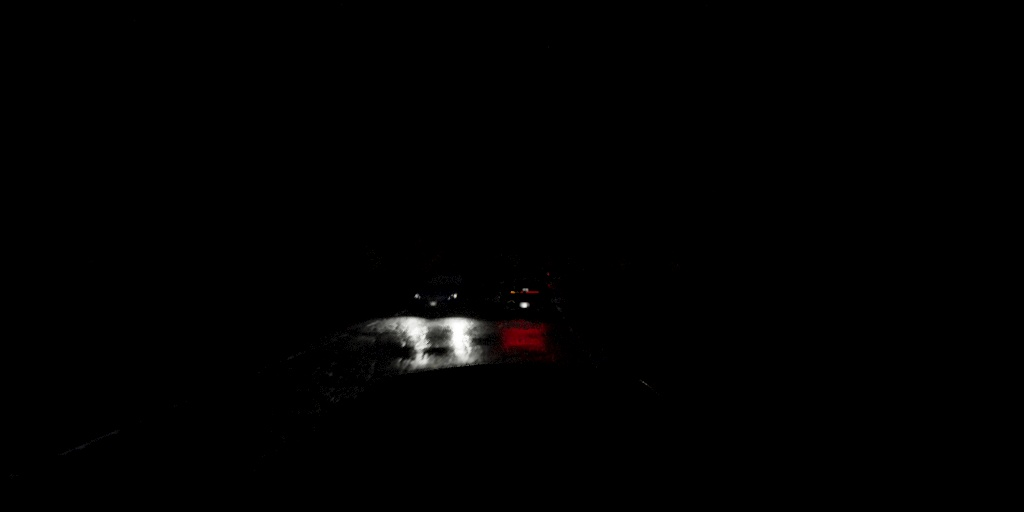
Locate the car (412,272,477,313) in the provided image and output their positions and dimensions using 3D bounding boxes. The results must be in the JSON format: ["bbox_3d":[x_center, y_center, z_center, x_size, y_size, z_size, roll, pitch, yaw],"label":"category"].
[{"bbox_3d":[-2.602,1.422,14.889,1.812,1.442,4.674,0,-1,4],"label":"car"}]

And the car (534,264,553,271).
[{"bbox_3d":[3.188,1.771,36.250,1.895,1.301,4.718,0,-1,10],"label":"car"}]

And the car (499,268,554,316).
[{"bbox_3d":[0.569,1.405,14.295,1.837,1.490,4.892,0,-1,4],"label":"car"}]
